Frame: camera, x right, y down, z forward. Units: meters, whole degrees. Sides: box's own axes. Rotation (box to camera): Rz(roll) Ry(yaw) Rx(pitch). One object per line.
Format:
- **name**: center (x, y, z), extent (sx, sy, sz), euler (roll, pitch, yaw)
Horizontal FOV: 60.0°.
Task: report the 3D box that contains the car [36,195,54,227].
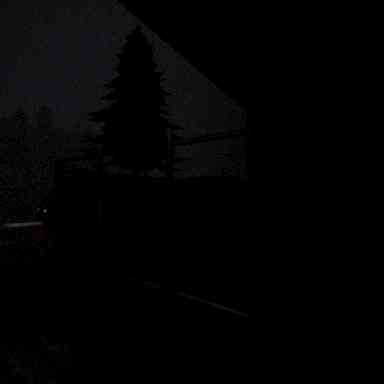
- **car**: center (-7.519, 1.209, 22.010), extent (2.150, 2.045, 5.566), euler (0, 0, 24)
